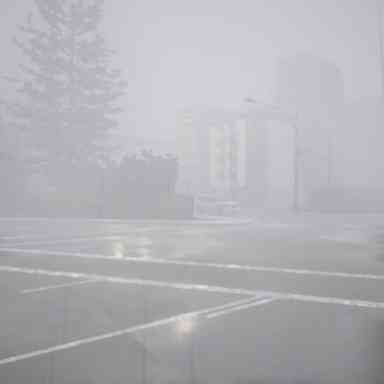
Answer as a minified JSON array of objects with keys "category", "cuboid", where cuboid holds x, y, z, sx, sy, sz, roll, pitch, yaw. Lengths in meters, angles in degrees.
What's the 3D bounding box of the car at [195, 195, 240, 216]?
[{"category":"car","cuboid":[2.511,1.335,34.313,2.150,2.045,5.566,0,0,-35]}]
